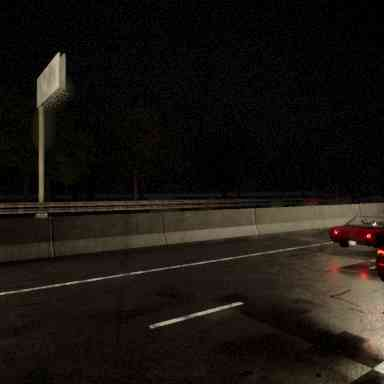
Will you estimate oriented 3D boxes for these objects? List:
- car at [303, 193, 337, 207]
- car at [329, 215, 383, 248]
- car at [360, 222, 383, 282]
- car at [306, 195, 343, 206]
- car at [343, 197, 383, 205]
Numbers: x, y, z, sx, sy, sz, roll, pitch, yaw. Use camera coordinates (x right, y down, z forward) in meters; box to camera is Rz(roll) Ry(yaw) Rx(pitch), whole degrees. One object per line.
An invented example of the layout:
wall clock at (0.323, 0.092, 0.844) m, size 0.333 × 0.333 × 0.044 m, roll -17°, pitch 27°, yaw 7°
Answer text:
car at (16.236, 1.194, 41.550) m, size 5.566 × 2.045 × 2.150 m, roll 0°, pitch 0°, yaw -36°
car at (7.762, 1.602, 13.611) m, size 4.718 × 1.301 × 1.895 m, roll 0°, pitch 0°, yaw -35°
car at (6.378, 1.527, 8.314) m, size 4.674 × 1.442 × 1.812 m, roll 0°, pitch 0°, yaw -35°
car at (15.151, 1.459, 36.445) m, size 5.008 × 1.535 × 1.882 m, roll 0°, pitch 0°, yaw -36°
car at (18.094, 1.331, 34.255) m, size 4.553 × 1.767 × 2.097 m, roll 0°, pitch 0°, yaw -36°
